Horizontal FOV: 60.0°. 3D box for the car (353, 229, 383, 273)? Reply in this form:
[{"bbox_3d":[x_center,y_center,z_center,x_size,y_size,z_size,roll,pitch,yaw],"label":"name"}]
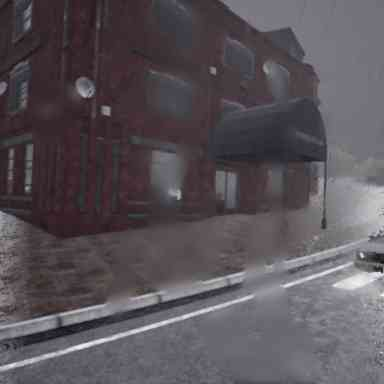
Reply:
[{"bbox_3d":[6.728,1.531,9.871,5.357,1.411,2.033,0,0,-43],"label":"car"}]
